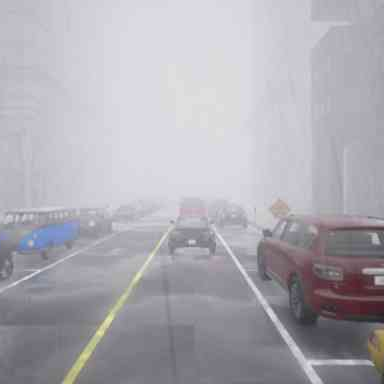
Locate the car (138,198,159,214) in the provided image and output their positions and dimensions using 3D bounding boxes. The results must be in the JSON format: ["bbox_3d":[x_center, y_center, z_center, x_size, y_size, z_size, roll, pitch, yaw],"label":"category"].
[{"bbox_3d":[-5.734,1.702,40.802,2.192,1.841,5.009,0,-1,0],"label":"car"}]

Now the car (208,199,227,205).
[{"bbox_3d":[2.788,1.649,35.198,2.192,1.841,5.009,0,-1,0],"label":"car"}]

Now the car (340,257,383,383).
[{"bbox_3d":[2.767,1.543,1.755,1.752,1.417,4.829,0,-1,0],"label":"car"}]

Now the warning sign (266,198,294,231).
[{"bbox_3d":[5.076,1.299,19.303,1.300,1.860,1.060,0,-1,0],"label":"warning sign"}]

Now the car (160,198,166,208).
[{"bbox_3d":[-5.728,2.044,52.003,2.008,1.369,4.403,0,-1,0],"label":"car"}]

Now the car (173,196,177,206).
[{"bbox_3d":[-2.956,2.159,71.744,1.882,1.535,5.008,0,-1,0],"label":"car"}]

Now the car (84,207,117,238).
[{"bbox_3d":[-5.748,1.614,18.395,1.967,1.590,4.097,0,-1,0],"label":"car"}]

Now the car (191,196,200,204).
[{"bbox_3d":[0.876,2.076,89.321,2.150,2.045,5.566,0,-1,-1],"label":"car"}]

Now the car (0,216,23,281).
[{"bbox_3d":[-5.755,1.509,7.192,1.967,1.590,4.097,0,-1,0],"label":"car"}]

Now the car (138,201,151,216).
[{"bbox_3d":[-5.738,1.916,35.198,1.802,1.307,4.206,0,-1,0],"label":"car"}]

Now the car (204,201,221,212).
[{"bbox_3d":[2.794,1.991,46.400,2.008,1.369,4.403,0,-1,0],"label":"car"}]

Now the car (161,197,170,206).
[{"bbox_3d":[-5.720,2.041,63.207,1.967,1.590,4.097,0,-1,0],"label":"car"}]

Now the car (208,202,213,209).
[{"bbox_3d":[2.784,1.847,29.595,1.947,1.339,4.313,0,-1,0],"label":"car"}]

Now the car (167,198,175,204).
[{"bbox_3d":[-5.704,2.452,91.213,1.802,1.307,4.206,0,-1,0],"label":"car"}]

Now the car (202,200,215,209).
[{"bbox_3d":[2.801,2.092,57.605,1.887,1.381,4.507,0,-1,0],"label":"car"}]

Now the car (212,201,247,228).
[{"bbox_3d":[2.781,1.668,23.994,1.967,1.590,4.097,0,-1,0],"label":"car"}]

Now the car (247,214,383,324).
[{"bbox_3d":[2.771,1.384,7.189,2.192,1.841,5.009,0,-1,0],"label":"car"}]

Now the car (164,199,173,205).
[{"bbox_3d":[-5.710,2.306,80.010,1.887,1.381,4.507,0,-1,0],"label":"car"}]

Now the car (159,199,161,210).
[{"bbox_3d":[-5.731,1.964,46.232,1.752,1.417,4.829,0,-1,0],"label":"car"}]

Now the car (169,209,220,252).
[{"bbox_3d":[0.016,1.662,14.387,1.812,1.442,4.674,0,0,0],"label":"car"}]

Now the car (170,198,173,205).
[{"bbox_3d":[-5.716,1.969,68.809,2.192,1.841,5.009,0,-1,0],"label":"car"}]

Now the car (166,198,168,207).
[{"bbox_3d":[-5.724,2.113,57.604,1.947,1.339,4.313,0,-1,0],"label":"car"}]

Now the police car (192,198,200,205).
[{"bbox_3d":[0.949,2.181,79.407,1.930,1.638,5.238,0,-1,0],"label":"police car"}]

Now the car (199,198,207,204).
[{"bbox_3d":[2.819,2.256,85.614,1.967,1.590,4.097,0,-1,0],"label":"car"}]

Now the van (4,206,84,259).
[{"bbox_3d":[-5.751,1.463,12.794,1.690,1.788,3.998,0,-1,0],"label":"van"}]

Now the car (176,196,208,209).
[{"bbox_3d":[0.019,1.492,29.018,2.150,2.045,5.566,0,0,0],"label":"car"}]

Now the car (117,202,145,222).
[{"bbox_3d":[-5.741,1.846,29.596,1.947,1.339,4.313,0,-1,0],"label":"car"}]
